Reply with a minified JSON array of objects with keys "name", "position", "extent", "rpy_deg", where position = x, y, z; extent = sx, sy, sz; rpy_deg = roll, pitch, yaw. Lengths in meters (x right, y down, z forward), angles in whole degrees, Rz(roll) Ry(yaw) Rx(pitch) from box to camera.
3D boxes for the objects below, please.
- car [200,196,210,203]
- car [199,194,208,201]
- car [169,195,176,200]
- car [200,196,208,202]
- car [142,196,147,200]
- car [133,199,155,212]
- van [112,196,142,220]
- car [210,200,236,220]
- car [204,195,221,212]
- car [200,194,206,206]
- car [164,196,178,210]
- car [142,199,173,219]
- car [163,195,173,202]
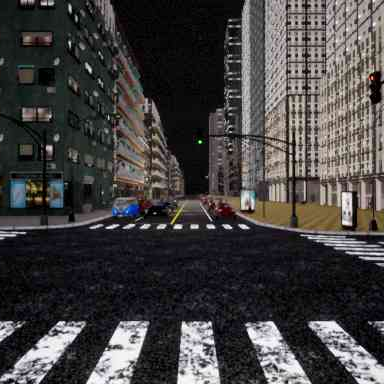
[{"name":"car","position":[2.817,1.603,72.598],"extent":[1.887,1.381,4.507],"rpy_deg":[0,0,0]},{"name":"car","position":[2.837,1.388,83.653],"extent":[2.192,1.841,5.009],"rpy_deg":[0,0,0]},{"name":"car","position":[-5.527,1.657,94.723],"extent":[1.947,1.339,4.313],"rpy_deg":[0,0,0]},{"name":"car","position":[2.826,1.648,78.125],"extent":[1.802,1.307,4.206],"rpy_deg":[0,0,0]},{"name":"car","position":[-5.626,1.334,33.919],"extent":[2.192,1.841,5.009],"rpy_deg":[0,0,0]},{"name":"car","position":[-5.618,1.567,39.447],"extent":[1.887,1.381,4.507],"rpy_deg":[0,0,0]},{"name":"van","position":[-5.635,1.356,28.392],"extent":[1.690,1.788,3.998],"rpy_deg":[0,0,0]},{"name":"car","position":[2.744,1.597,28.376],"extent":[1.802,1.307,4.206],"rpy_deg":[0,0,0]},{"name":"car","position":[2.763,1.463,39.432],"extent":[1.967,1.590,4.097],"rpy_deg":[0,0,0]},{"name":"car","position":[2.791,1.478,56.015],"extent":[1.967,1.590,4.097],"rpy_deg":[0,0,0]},{"name":"car","position":[-3.035,1.514,39.436],"extent":[2.128,1.511,4.902],"rpy_deg":[0,0,0]},{"name":"car","position":[-3.051,1.579,29.412],"extent":[1.994,1.385,4.181],"rpy_deg":[0,0,0]},{"name":"car","position":[-5.553,1.506,78.140],"extent":[1.967,1.590,4.097],"rpy_deg":[0,0,0]}]
